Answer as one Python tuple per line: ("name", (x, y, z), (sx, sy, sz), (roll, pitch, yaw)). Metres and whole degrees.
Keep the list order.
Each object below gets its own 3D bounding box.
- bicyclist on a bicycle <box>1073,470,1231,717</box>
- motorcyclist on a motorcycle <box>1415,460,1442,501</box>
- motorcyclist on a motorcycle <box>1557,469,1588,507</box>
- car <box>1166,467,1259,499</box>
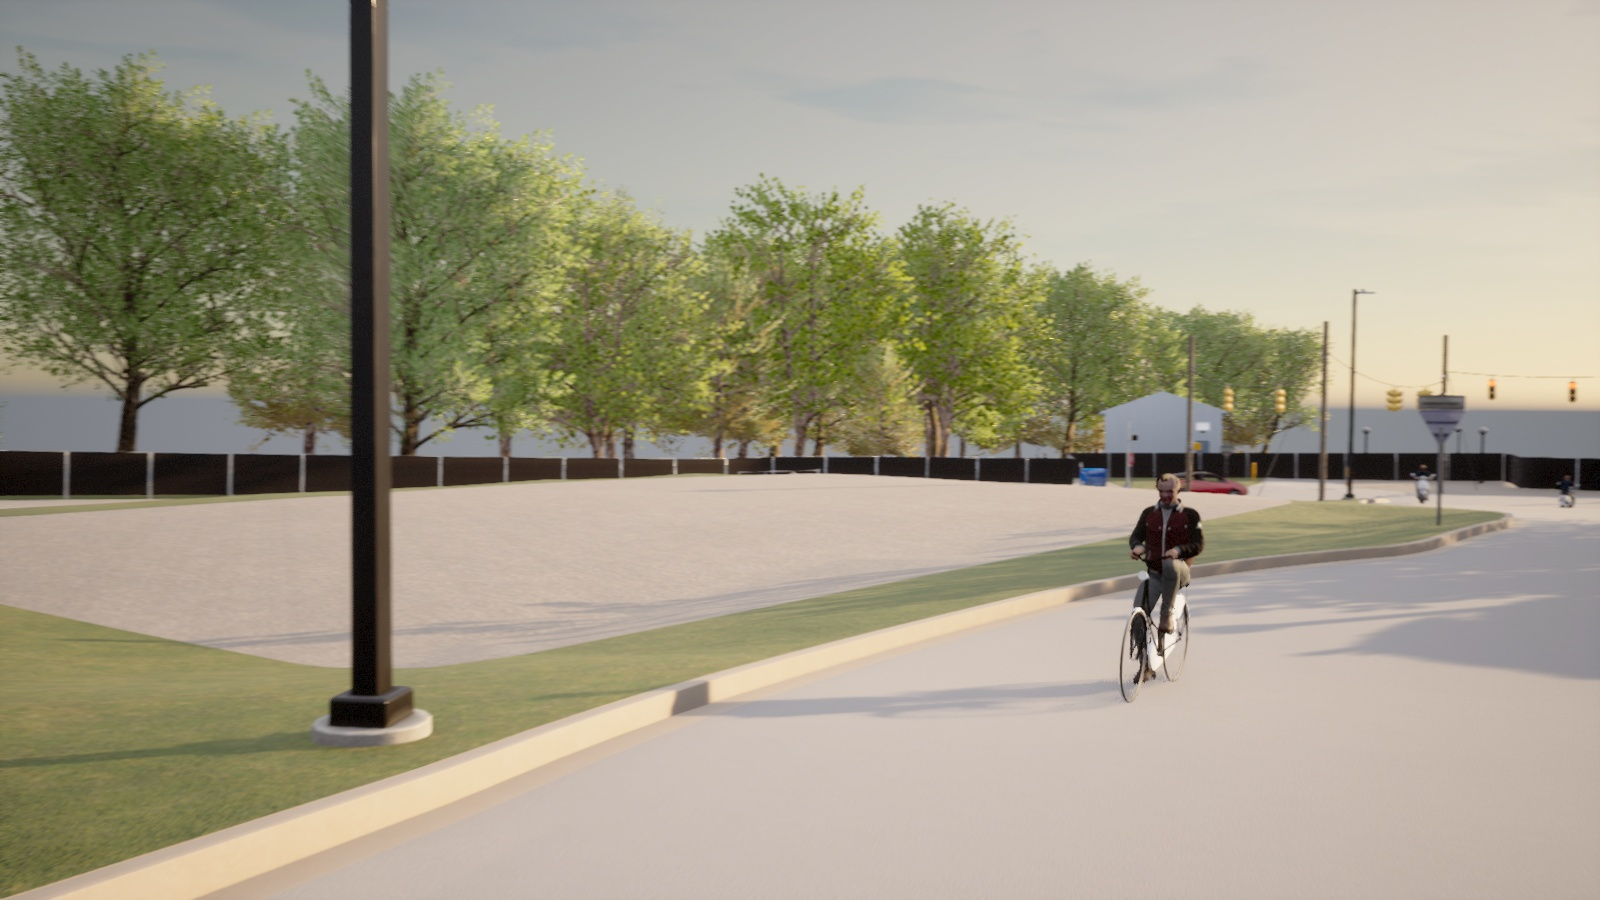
("bicyclist on a bicycle", (2.867, 1.059, 10.084), (0.659, 1.776, 1.843), (2, 0, 33))
("motorcyclist on a motorcycle", (25.450, 1.227, 50.888), (0.866, 1.590, 1.817), (1, -1, 24))
("motorcyclist on a motorcycle", (34.732, 1.701, 56.451), (0.866, 1.590, 1.817), (2, 3, 42))
("car", (22.544, 1.786, 68.804), (4.514, 1.525, 2.007), (1, 2, 6))
